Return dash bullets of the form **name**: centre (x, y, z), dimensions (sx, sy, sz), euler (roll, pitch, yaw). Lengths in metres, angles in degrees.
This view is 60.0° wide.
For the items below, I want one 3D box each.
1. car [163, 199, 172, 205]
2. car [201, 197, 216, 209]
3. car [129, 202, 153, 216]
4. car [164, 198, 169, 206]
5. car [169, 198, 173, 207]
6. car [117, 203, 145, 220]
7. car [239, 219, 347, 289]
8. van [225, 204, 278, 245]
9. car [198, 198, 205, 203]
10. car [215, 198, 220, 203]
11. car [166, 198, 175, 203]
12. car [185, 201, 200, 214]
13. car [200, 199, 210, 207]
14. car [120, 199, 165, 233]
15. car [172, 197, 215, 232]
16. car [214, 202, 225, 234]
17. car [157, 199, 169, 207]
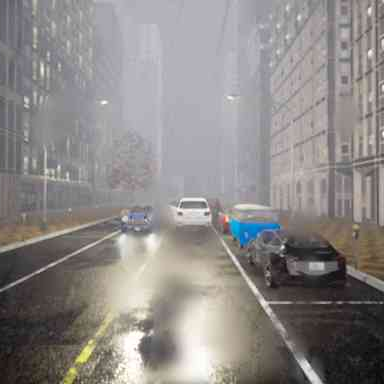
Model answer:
- **car**: centre (-5.776, 2.260, 77.550), dimensions (1.802, 1.307, 4.206), euler (0, 0, 0)
- **car**: centre (2.632, 1.806, 54.783), dimensions (2.192, 1.841, 5.009), euler (0, 0, 0)
- **car**: centre (-5.731, 1.895, 37.707), dimensions (2.008, 1.369, 4.403), euler (0, -1, 0)
- **car**: centre (-5.756, 2.090, 60.475), dimensions (2.008, 1.369, 4.403), euler (0, 0, 0)
- **car**: centre (-3.108, 2.119, 62.578), dimensions (1.994, 1.385, 4.181), euler (0, 0, 1)
- **car**: centre (-5.724, 1.819, 31.843), dimensions (1.752, 1.417, 4.829), euler (0, -1, 0)
- **car**: centre (2.682, 1.655, 9.244), dimensions (1.947, 1.339, 4.313), euler (0, -1, 0)
- **van**: centre (2.676, 1.483, 14.940), dimensions (1.690, 1.788, 3.998), euler (0, -1, 0)
- **car**: centre (2.585, 2.379, 94.624), dimensions (1.947, 1.339, 4.313), euler (0, 0, 0)
- **car**: centre (2.645, 1.709, 43.398), dimensions (2.192, 1.841, 5.009), euler (0, 0, 0)
- **car**: centre (-5.789, 2.319, 88.935), dimensions (2.008, 1.369, 4.403), euler (0, 0, 0)
- **car**: centre (0.052, 1.909, 42.148), dimensions (1.812, 1.442, 4.674), euler (0, -1, 0)
- **car**: centre (2.618, 2.113, 66.334), dimensions (1.752, 1.417, 4.829), euler (0, 0, 0)
- **car**: centre (-3.124, 1.552, 21.297), dimensions (2.097, 1.767, 4.553), euler (0, -1, 0)
- **car**: centre (0.078, 1.426, 21.600), dimensions (2.150, 2.045, 5.566), euler (0, 0, 0)
- **car**: centre (2.670, 1.634, 20.630), dimensions (1.967, 1.590, 4.097), euler (0, -1, 0)
- **car**: centre (-5.763, 2.152, 66.167), dimensions (1.947, 1.339, 4.313), euler (0, 0, 0)
